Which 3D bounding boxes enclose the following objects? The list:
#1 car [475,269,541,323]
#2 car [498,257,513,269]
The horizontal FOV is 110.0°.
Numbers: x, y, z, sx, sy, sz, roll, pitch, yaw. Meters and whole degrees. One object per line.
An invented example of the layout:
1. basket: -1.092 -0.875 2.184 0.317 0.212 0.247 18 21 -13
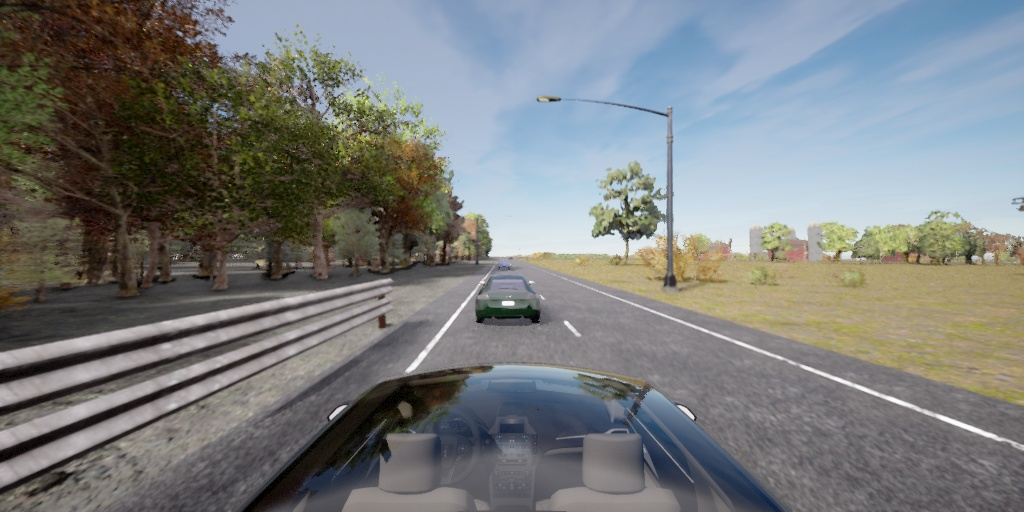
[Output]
1. car: -0.160 1.321 12.222 1.994 1.385 4.181 0 0 -1
2. car: -1.183 1.290 53.247 2.033 1.411 5.357 0 0 -1
